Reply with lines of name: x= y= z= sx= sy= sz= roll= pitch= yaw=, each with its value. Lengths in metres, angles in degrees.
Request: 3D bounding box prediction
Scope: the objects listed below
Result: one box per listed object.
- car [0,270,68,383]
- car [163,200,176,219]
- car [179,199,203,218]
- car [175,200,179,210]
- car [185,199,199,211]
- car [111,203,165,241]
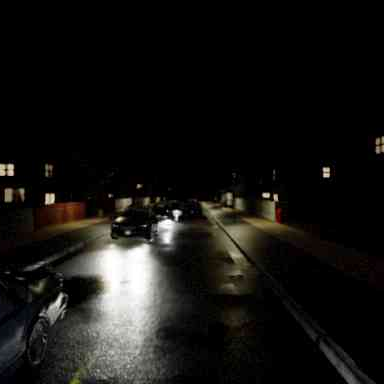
car: x=-2.849 y=1.554 z=2.925 sx=2.033 sy=1.411 sz=5.357 roll=0 pitch=0 yaw=0
car: x=-2.779 y=1.715 z=30.522 sx=1.895 sy=1.301 sz=4.718 roll=0 pitch=0 yaw=1
car: x=0.021 y=1.598 z=31.607 sx=1.882 sy=1.535 sz=5.008 roll=0 pitch=0 yaw=0
car: x=-2.731 y=1.832 z=46.836 sx=1.895 sy=1.301 sz=4.718 roll=0 pitch=0 yaw=0
car: x=0.067 y=1.738 z=46.021 sx=1.812 sy=1.442 sz=4.674 roll=0 pitch=0 yaw=1
car: x=-2.833 y=1.541 z=17.166 sx=2.128 sy=1.511 sz=4.902 roll=0 pitch=0 yaw=0
